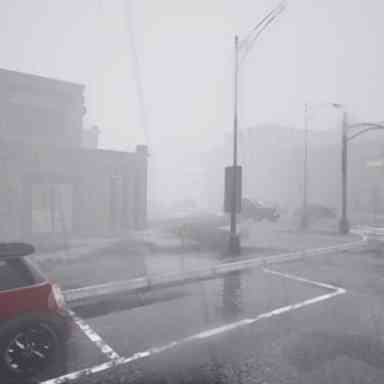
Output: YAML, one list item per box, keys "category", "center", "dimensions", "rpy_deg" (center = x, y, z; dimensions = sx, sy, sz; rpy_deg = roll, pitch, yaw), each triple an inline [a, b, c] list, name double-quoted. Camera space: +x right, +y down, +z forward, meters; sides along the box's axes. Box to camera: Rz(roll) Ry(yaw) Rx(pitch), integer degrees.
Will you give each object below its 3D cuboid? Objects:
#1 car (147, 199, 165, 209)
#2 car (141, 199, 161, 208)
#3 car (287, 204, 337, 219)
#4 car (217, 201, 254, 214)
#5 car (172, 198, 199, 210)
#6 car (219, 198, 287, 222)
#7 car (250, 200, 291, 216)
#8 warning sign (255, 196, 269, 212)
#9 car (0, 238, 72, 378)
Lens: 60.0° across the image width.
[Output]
- category: "car"
  center: [-6.026, 1.950, 52.583]
  dimensions: [2.128, 1.511, 4.902]
  rpy_deg: [1, -1, -34]
- category: "car"
  center: [-7.319, 1.997, 59.085]
  dimensions: [1.967, 1.590, 4.097]
  rpy_deg: [0, -1, -35]
- category: "car"
  center: [11.660, 1.804, 31.736]
  dimensions: [1.947, 1.339, 4.313]
  rpy_deg: [0, -1, -35]
- category: "car"
  center: [5.237, 1.871, 40.992]
  dimensions: [1.752, 1.417, 4.829]
  rpy_deg: [0, -1, -35]
- category: "car"
  center: [-0.993, 1.766, 49.970]
  dimensions: [2.192, 1.841, 5.009]
  rpy_deg: [0, -1, -35]
- category: "car"
  center: [4.777, 1.423, 26.961]
  dimensions: [2.192, 1.841, 5.009]
  rpy_deg: [0, -1, -35]
- category: "car"
  center: [8.497, 1.731, 36.295]
  dimensions: [1.967, 1.590, 4.097]
  rpy_deg: [0, -1, -35]
- category: "warning sign"
  center: [8.528, 1.476, 40.451]
  dimensions: [1.300, 1.860, 1.060]
  rpy_deg: [2, -1, -35]
- category: "car"
  center: [-3.700, 1.441, 3.905]
  dimensions: [4.097, 1.590, 1.967]
  rpy_deg: [0, 1, -35]
